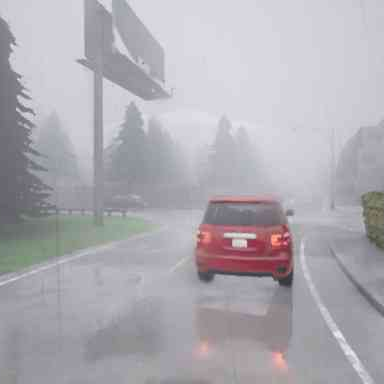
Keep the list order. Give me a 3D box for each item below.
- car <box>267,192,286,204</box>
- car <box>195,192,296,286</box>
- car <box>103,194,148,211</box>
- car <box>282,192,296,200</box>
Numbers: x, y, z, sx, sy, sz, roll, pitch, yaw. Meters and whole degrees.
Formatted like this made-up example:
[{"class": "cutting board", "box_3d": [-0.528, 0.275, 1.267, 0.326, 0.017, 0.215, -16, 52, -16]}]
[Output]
[{"class": "car", "box_3d": [11.658, 0.801, 45.698, 1.812, 1.442, 4.674, 0, 1, 22]}, {"class": "car", "box_3d": [1.618, 1.074, 9.268, 2.150, 2.045, 5.566, 0, 1, 14]}, {"class": "car", "box_3d": [-6.250, 0.886, 29.876, 4.674, 1.442, 1.812, 0, 1, 20]}, {"class": "car", "box_3d": [17.823, 0.634, 60.949, 1.895, 1.301, 4.718, 0, 1, 22]}]
